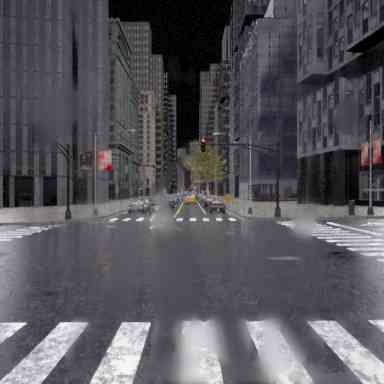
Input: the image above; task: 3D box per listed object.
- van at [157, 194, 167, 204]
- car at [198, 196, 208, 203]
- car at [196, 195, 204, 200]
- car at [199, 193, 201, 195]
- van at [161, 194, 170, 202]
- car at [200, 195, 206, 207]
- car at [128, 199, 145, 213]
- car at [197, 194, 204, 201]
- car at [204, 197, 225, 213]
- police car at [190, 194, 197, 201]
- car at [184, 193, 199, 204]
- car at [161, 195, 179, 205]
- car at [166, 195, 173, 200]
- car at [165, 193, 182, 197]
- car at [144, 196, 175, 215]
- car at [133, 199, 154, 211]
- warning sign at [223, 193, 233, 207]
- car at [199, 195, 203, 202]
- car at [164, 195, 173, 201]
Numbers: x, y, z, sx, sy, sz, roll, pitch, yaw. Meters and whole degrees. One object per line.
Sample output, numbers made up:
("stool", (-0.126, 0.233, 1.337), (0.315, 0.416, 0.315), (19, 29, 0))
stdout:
("van", (-6.056, 1.353, 66.649), (1.690, 1.788, 3.998), (0, 0, 0))
("car", (2.428, 1.582, 73.094), (1.947, 1.339, 4.313), (0, 0, 0))
("car", (2.292, 1.583, 94.249), (2.008, 1.369, 4.403), (0, 0, 0))
("car", (2.461, 1.538, 67.974), (1.752, 1.417, 4.829), (0, 0, 0))
("van", (-6.126, 1.360, 77.476), (1.690, 1.788, 3.998), (0, 0, 0))
("car", (2.594, 1.548, 47.200), (1.887, 1.381, 4.507), (0, 0, 0))
("car", (-5.861, 1.552, 36.260), (2.008, 1.369, 4.403), (0, 0, 0))
("car", (2.496, 1.560, 62.516), (2.008, 1.369, 4.403), (0, 0, 0))
("car", (2.664, 1.552, 36.311), (2.008, 1.369, 4.403), (0, 0, 0))
("police car", (0.456, 1.454, 90.486), (1.930, 1.638, 5.238), (0, 0, 0))
("car", (-0.177, 1.488, 64.340), (1.882, 1.535, 5.008), (0, 0, -1))
("car", (-3.253, 1.550, 45.575), (2.033, 1.411, 5.357), (0, 0, 0))
("car", (-6.229, 1.614, 93.715), (1.802, 1.307, 4.206), (0, 0, 0))
("car", (-3.324, 1.498, 60.140), (2.128, 1.511, 4.902), (0, 0, 0))
("car", (-3.189, 1.492, 33.796), (2.128, 1.511, 4.902), (0, 0, 0))
("car", (-5.893, 1.553, 41.252), (2.008, 1.369, 4.403), (0, 0, 0))
("warning sign", (4.914, 1.118, 45.401), (1.300, 1.860, 1.060), (0, 0, 0))
("car", (2.559, 1.556, 52.644), (2.008, 1.369, 4.403), (0, 0, 0))
("car", (-6.195, 1.578, 88.302), (2.008, 1.369, 4.403), (0, 0, 0))
